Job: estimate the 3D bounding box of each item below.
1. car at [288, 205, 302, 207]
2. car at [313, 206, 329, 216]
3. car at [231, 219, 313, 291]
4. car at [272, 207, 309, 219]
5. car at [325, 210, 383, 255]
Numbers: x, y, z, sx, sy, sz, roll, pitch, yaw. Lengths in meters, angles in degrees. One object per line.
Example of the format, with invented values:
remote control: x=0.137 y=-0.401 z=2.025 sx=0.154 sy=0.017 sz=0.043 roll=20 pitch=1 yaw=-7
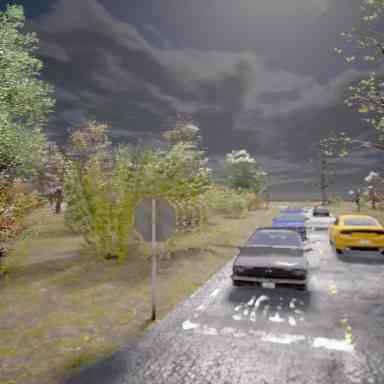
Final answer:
car: x=9.161 y=2.003 z=29.642 sx=2.097 sy=1.767 sz=4.553 roll=-1 pitch=-2 yaw=19
car: x=17.223 y=2.501 z=44.379 sx=1.994 sy=1.385 sz=4.181 roll=-1 pitch=-2 yaw=19
car: x=2.574 y=1.781 z=10.079 sx=2.033 sy=1.411 sz=5.357 roll=-1 pitch=-2 yaw=19
car: x=5.963 y=1.924 z=20.156 sx=1.882 sy=1.535 sz=5.008 roll=-1 pitch=-2 yaw=19
car: x=7.279 y=1.771 z=14.851 sx=1.882 sy=1.535 sz=5.008 roll=-1 pitch=-2 yaw=18
